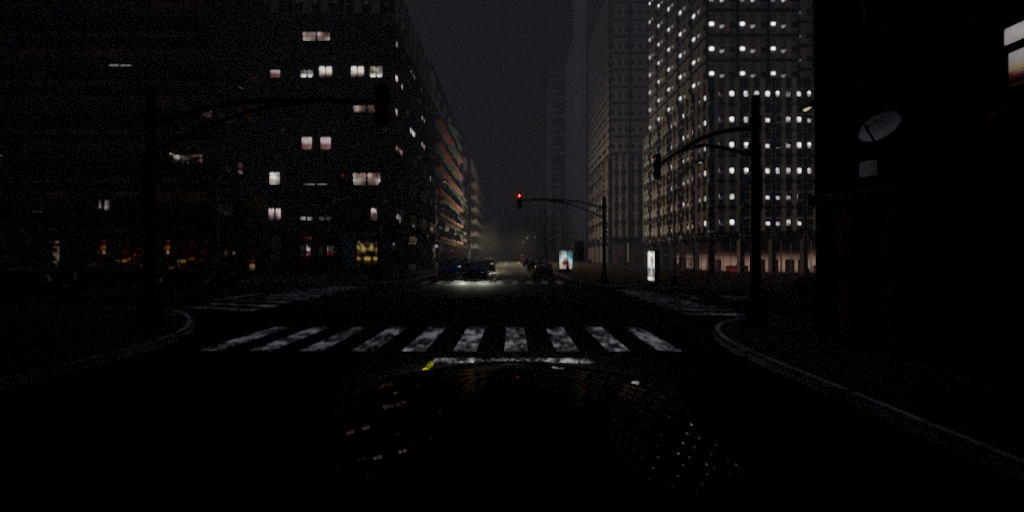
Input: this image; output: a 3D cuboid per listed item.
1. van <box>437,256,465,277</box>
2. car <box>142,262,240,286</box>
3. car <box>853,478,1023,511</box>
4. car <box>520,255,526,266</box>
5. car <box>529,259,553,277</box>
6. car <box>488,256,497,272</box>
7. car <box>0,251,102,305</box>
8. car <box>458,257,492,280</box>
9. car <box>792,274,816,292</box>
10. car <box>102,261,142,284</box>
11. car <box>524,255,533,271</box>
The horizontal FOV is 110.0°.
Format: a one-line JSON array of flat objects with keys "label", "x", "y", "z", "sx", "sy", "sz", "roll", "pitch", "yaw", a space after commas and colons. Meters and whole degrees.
[{"label": "van", "x": -5.616, "y": 0.968, "z": 32.530, "sx": 1.690, "sy": 1.789, "sz": 3.998, "roll": 0, "pitch": 0, "yaw": 0}, {"label": "car", "x": -18.747, "y": 1.018, "z": 21.386, "sx": 4.313, "sy": 1.339, "sz": 1.948, "roll": 0, "pitch": 0, "yaw": 0}, {"label": "car", "x": 2.688, "y": 1.322, "z": 0.104, "sx": 1.948, "sy": 1.339, "sz": 4.313, "roll": 0, "pitch": 0, "yaw": 0}, {"label": "car", "x": 2.831, "y": 0.966, "z": 60.146, "sx": 1.967, "sy": 1.591, "sz": 4.097, "roll": 0, "pitch": 0, "yaw": 0}, {"label": "car", "x": 2.766, "y": 1.209, "z": 32.508, "sx": 1.802, "sy": 1.307, "sz": 4.207, "roll": 0, "pitch": 0, "yaw": 0}, {"label": "car", "x": -2.902, "y": 1.124, "z": 42.604, "sx": 1.837, "sy": 1.490, "sz": 4.892, "roll": 0, "pitch": 1, "yaw": 0}, {"label": "car", "x": -18.745, "y": 0.734, "z": 13.006, "sx": 5.009, "sy": 1.841, "sz": 2.192, "roll": 0, "pitch": 0, "yaw": 0}, {"label": "car", "x": -2.934, "y": 1.129, "z": 29.458, "sx": 1.882, "sy": 1.535, "sz": 5.008, "roll": 0, "pitch": 0, "yaw": 0}, {"label": "car", "x": 19.441, "y": 1.557, "z": 21.701, "sx": 4.403, "sy": 1.370, "sz": 2.007, "roll": 0, "pitch": 0, "yaw": 0}, {"label": "car", "x": -24.317, "y": 0.954, "z": 21.360, "sx": 4.207, "sy": 1.307, "sz": 1.802, "roll": 0, "pitch": 0, "yaw": 0}, {"label": "car", "x": 2.792, "y": 1.026, "z": 43.564, "sx": 1.967, "sy": 1.591, "sz": 4.097, "roll": 0, "pitch": 0, "yaw": 0}]
